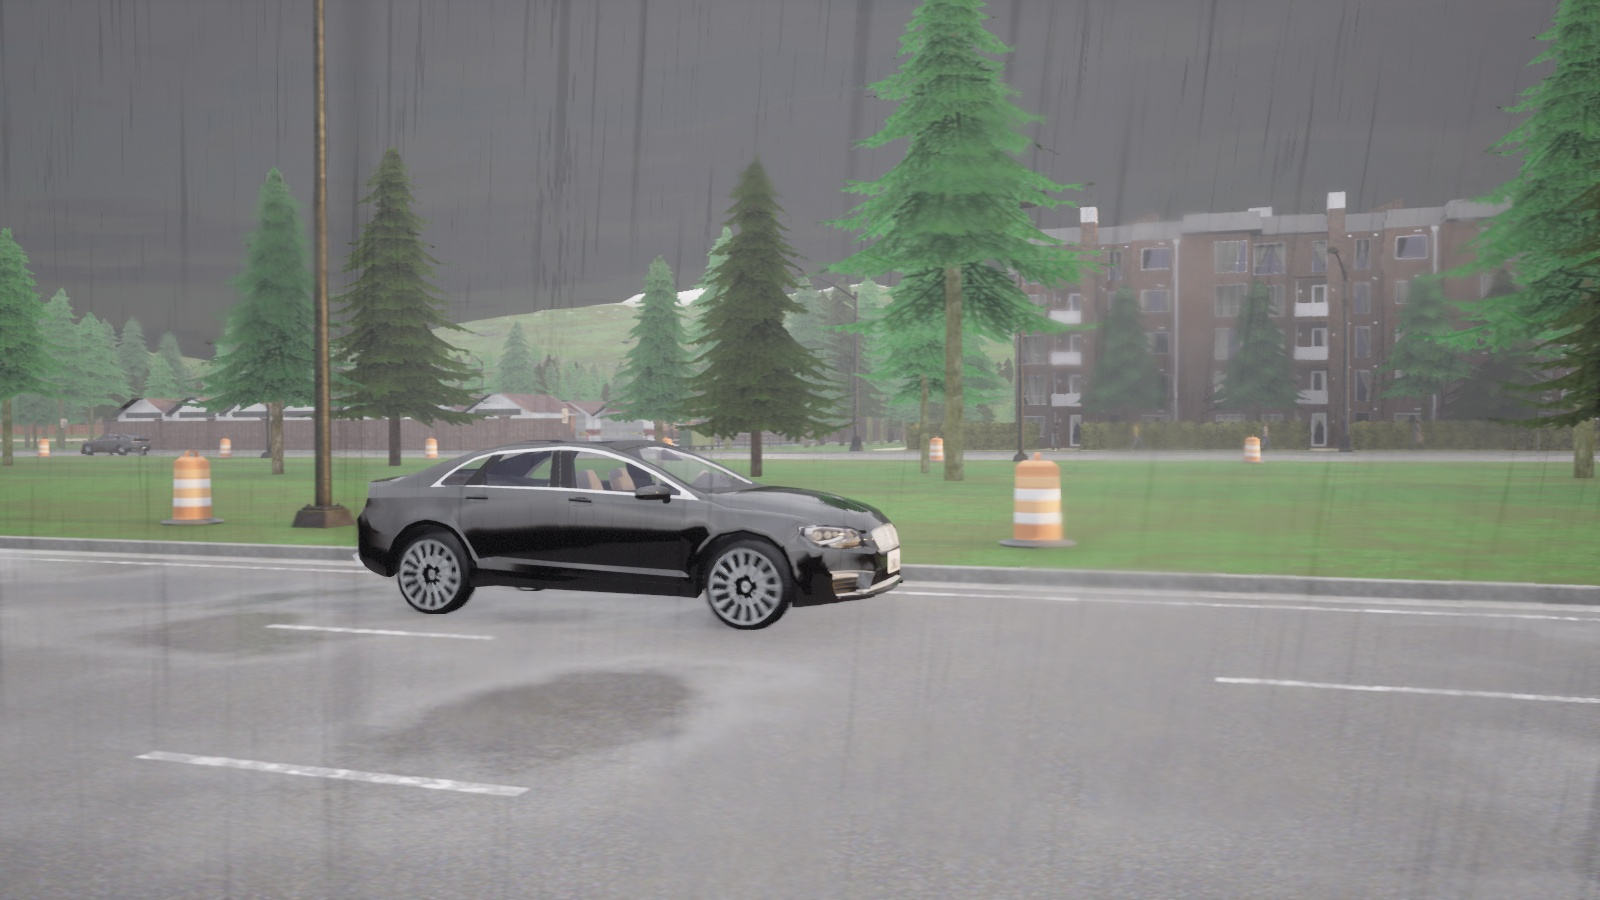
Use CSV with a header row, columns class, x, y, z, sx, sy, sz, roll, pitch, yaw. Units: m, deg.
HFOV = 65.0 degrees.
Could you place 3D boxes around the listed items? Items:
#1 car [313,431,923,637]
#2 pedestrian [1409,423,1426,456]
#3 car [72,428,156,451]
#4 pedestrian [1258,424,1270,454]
class,x,y,z,sx,sy,sz,roll,pitch,yaw
car,-1.554,0.599,11.100,4.902,1.511,2.128,1,1,19
pedestrian,36.937,-0.609,75.119,0.873,1.952,0.659,1,1,21
car,-45.712,-0.729,83.658,4.902,1.511,2.128,1,1,19
pedestrian,28.678,-0.679,77.584,0.706,1.836,0.354,1,1,19
